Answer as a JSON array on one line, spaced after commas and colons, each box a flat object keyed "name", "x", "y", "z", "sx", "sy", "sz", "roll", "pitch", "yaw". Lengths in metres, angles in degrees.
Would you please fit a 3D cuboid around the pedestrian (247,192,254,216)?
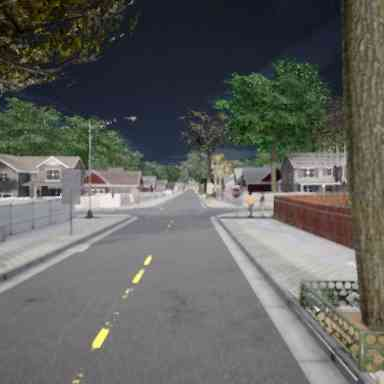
[{"name": "pedestrian", "x": 4.495, "y": 0.924, "z": 25.496, "sx": 0.375, "sy": 1.860, "sz": 0.375, "roll": 0, "pitch": 1, "yaw": 0}]

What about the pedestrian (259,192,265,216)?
[{"name": "pedestrian", "x": 5.495, "y": 0.913, "z": 26.096, "sx": 0.375, "sy": 1.860, "sz": 0.375, "roll": 0, "pitch": 1, "yaw": 0}]

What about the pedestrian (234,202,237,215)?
[{"name": "pedestrian", "x": 3.494, "y": 1.296, "z": 26.699, "sx": 0.500, "sy": 1.100, "sz": 0.500, "roll": 0, "pitch": 1, "yaw": 0}]
